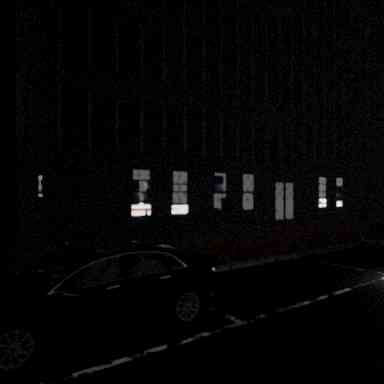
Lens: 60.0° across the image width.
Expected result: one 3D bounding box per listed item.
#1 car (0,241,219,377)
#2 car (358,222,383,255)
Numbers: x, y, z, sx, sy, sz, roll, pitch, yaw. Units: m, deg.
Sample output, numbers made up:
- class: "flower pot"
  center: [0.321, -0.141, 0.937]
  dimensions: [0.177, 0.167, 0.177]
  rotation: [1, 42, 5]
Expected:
- class: "car"
  center: [-1.549, 1.548, 5.451]
  dimensions: [4.403, 1.369, 2.008]
  rotation: [0, 0, -35]
- class: "car"
  center: [7.734, 1.566, 12.042]
  dimensions: [4.206, 1.307, 1.802]
  rotation: [0, 0, -35]
